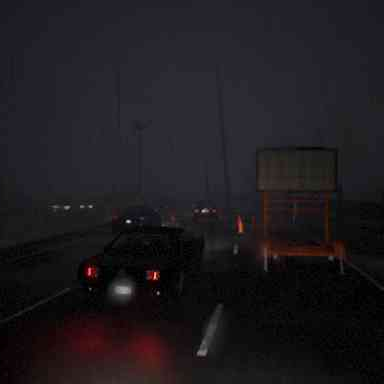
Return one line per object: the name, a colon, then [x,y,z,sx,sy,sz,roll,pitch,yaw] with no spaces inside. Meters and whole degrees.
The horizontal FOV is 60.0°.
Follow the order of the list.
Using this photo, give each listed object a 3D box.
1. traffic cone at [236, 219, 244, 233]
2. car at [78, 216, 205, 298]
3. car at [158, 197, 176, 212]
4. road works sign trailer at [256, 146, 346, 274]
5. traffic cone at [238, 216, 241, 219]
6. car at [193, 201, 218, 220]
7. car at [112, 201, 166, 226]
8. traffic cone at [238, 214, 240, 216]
traffic cone: [2.583,1.845,17.536,0.340,0.580,0.340,0,0,7]
car: [-0.866,1.543,8.445,1.895,1.301,4.718,0,0,11]
car: [-2.660,1.288,35.521,1.812,1.442,4.674,0,0,-3]
road works sign trailer: [3.206,0.402,10.397,2.380,3.560,2.880,0,0,7]
traffic cone: [2.827,1.833,19.521,0.340,0.580,0.340,0,0,7]
car: [1.045,1.379,26.146,2.033,1.411,5.357,0,0,2]
car: [-2.962,1.435,18.586,1.994,1.385,4.181,0,0,6]
traffic cone: [3.072,1.821,21.505,0.340,0.580,0.340,0,0,7]
